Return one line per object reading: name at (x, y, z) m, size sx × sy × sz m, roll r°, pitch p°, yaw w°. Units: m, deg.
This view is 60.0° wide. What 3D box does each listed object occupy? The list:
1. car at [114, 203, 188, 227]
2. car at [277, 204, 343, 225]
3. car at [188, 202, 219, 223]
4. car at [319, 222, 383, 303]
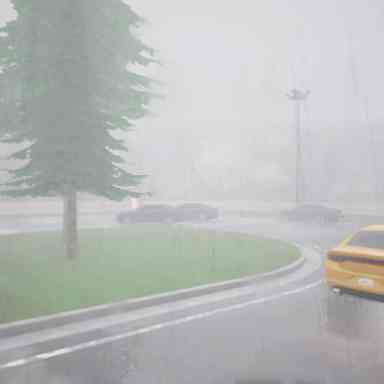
car at (-2.950, 1.581, 23.299) m, size 4.892 × 1.490 × 1.837 m, roll 0°, pitch -3°, yaw 3°
car at (8.924, 1.658, 25.496) m, size 1.837 × 1.490 × 4.892 m, roll 3°, pitch -2°, yaw -43°
car at (-0.332, 1.608, 26.605) m, size 4.892 × 1.490 × 1.837 m, roll 0°, pitch -2°, yaw 13°
car at (4.909, 1.537, 7.978) m, size 1.882 × 1.535 × 5.008 m, roll 1°, pitch 0°, yaw 43°
